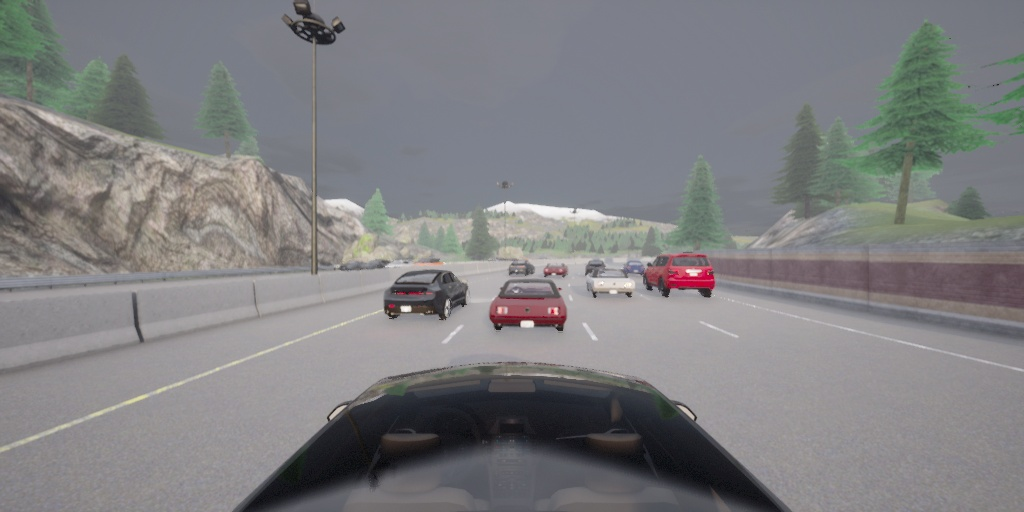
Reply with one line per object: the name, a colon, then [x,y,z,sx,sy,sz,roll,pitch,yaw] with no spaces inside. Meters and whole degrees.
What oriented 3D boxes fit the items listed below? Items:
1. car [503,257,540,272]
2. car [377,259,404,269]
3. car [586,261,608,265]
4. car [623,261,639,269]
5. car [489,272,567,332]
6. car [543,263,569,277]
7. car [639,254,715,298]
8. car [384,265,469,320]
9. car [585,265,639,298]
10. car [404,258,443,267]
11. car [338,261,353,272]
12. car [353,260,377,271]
car: [1.007,1.160,34.879,2.128,1.511,4.902,0,0,14]
car: [-12.413,1.181,39.602,1.812,1.442,4.674,0,0,15]
car: [8.061,1.176,34.211,1.837,1.490,4.892,0,0,15]
car: [11.695,1.199,34.289,1.812,1.442,4.674,0,0,15]
car: [0.553,1.329,10.750,1.895,1.301,4.718,0,0,5]
car: [4.151,1.275,33.116,1.895,1.301,4.718,0,0,14]
car: [8.431,0.928,18.528,2.150,2.045,5.566,0,0,8]
car: [-2.780,1.229,12.573,1.837,1.490,4.892,0,0,5]
car: [4.895,1.311,18.389,1.895,1.301,4.718,0,0,8]
car: [-9.136,1.011,38.254,2.097,1.767,4.553,0,0,15]
car: [-18.736,1.210,42.984,1.994,1.385,4.181,0,0,16]
car: [-15.557,1.157,41.357,1.837,1.490,4.892,0,0,15]
